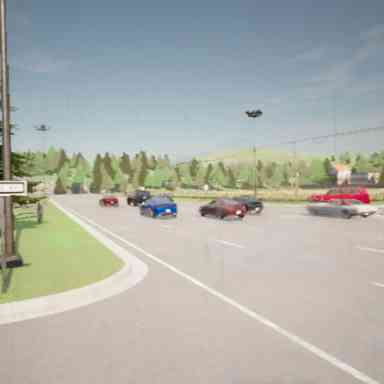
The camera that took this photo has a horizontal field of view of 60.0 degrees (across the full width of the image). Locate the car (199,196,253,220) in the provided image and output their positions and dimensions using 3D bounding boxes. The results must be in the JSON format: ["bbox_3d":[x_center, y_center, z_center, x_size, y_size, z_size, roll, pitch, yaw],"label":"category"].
[{"bbox_3d":[2.148,1.191,24.408,1.812,1.442,4.674,-1,1,-25],"label":"car"}]

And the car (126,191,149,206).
[{"bbox_3d":[-7.146,0.836,44.342,2.150,2.045,5.566,-1,1,-25],"label":"car"}]

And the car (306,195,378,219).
[{"bbox_3d":[10.322,1.119,23.442,1.895,1.301,4.718,-1,1,-25],"label":"car"}]

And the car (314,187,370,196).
[{"bbox_3d":[14.441,0.553,32.771,5.566,2.045,2.150,0,1,23],"label":"car"}]

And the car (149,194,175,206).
[{"bbox_3d":[-4.281,1.025,46.491,2.128,1.511,4.902,-1,1,-25],"label":"car"}]

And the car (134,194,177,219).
[{"bbox_3d":[-2.821,1.212,26.790,1.882,1.535,5.008,-1,1,-25],"label":"car"}]

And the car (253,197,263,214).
[{"bbox_3d":[4.114,1.086,28.475,1.837,1.490,4.892,-1,1,-25],"label":"car"}]

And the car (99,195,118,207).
[{"bbox_3d":[-11.332,1.164,45.054,1.882,1.535,5.008,-1,1,-25],"label":"car"}]
